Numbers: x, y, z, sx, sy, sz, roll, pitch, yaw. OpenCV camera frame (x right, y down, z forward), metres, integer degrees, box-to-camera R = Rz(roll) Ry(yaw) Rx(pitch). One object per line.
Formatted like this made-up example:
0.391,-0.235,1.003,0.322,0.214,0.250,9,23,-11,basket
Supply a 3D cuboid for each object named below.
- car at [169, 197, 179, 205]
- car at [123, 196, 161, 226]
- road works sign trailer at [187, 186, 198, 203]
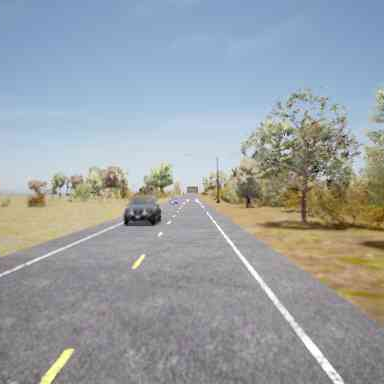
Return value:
-3.502,1.668,65.891,1.882,1.535,5.008,0,0,1,car
-3.595,1.311,24.843,2.150,2.045,5.566,0,0,0,car
0.033,0.606,71.469,2.380,3.560,2.880,0,-1,0,road works sign trailer
